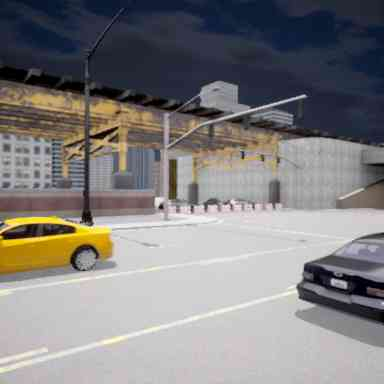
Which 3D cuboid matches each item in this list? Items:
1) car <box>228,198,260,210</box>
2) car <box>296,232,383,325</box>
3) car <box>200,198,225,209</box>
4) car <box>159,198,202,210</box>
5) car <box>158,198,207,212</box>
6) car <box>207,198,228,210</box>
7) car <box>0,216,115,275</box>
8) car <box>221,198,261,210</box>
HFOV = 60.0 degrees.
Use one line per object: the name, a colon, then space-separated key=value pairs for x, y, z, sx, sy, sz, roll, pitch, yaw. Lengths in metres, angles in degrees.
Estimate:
car: x=6.409 y=1.372 z=44.065 sx=4.536 sy=1.218 sz=1.853 roll=0 pitch=0 yaw=-7
car: x=4.483 y=1.577 z=6.971 sx=5.357 sy=1.411 sz=2.033 roll=0 pitch=0 yaw=-35
car: x=2.567 y=1.349 z=40.360 sx=1.853 sy=1.218 sz=4.536 roll=0 pitch=0 yaw=18
car: x=-1.244 y=1.328 z=37.631 sx=4.536 sy=1.218 sz=1.853 roll=0 pitch=0 yaw=8
car: x=-1.193 y=1.485 z=37.624 sx=4.974 sy=1.542 sz=2.038 roll=0 pitch=0 yaw=8
car: x=2.551 y=1.506 z=40.310 sx=2.038 sy=1.542 sz=4.974 roll=0 pitch=0 yaw=18
car: x=-4.679 y=1.464 z=9.250 sx=5.008 sy=1.535 sz=1.882 roll=0 pitch=0 yaw=-36
car: x=6.460 y=1.529 z=44.071 sx=4.974 sy=1.542 sz=2.038 roll=0 pitch=0 yaw=-7
